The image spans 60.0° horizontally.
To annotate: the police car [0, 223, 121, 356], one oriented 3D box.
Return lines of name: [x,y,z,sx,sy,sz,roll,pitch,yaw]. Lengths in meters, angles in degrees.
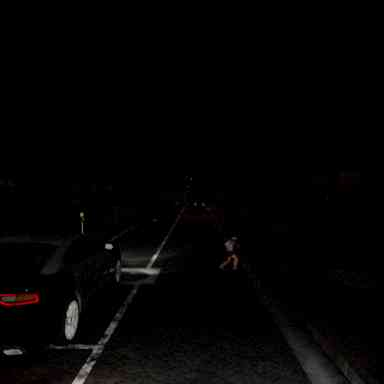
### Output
police car: [-2.693,1.420,6.462,1.930,1.638,5.238,0,0,1]

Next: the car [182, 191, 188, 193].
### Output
car: [-2.129,1.023,57.404,1.967,1.590,4.097,0,1,1]

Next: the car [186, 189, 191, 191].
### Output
car: [-1.879,0.592,85.085,1.887,1.381,4.507,1,1,0]

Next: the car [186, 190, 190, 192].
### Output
car: [-1.979,0.844,74.016,2.008,1.369,4.403,1,1,0]

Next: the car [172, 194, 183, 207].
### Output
car: [-2.228,1.328,46.342,1.802,1.307,4.206,0,1,1]

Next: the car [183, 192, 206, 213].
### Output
car: [0.398,1.239,35.439,2.097,1.767,4.553,0,1,1]

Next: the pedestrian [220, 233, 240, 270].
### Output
pedestrian: [1.101,1.665,9.433,0.500,1.100,0.500,1,1,0]

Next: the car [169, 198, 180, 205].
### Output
car: [-2.379,1.500,29.724,1.947,1.339,4.313,0,0,1]

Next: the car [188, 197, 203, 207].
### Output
car: [0.484,1.347,46.287,1.895,1.301,4.718,0,1,1]

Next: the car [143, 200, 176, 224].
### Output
car: [-2.430,1.531,24.183,1.947,1.339,4.313,0,0,1]
